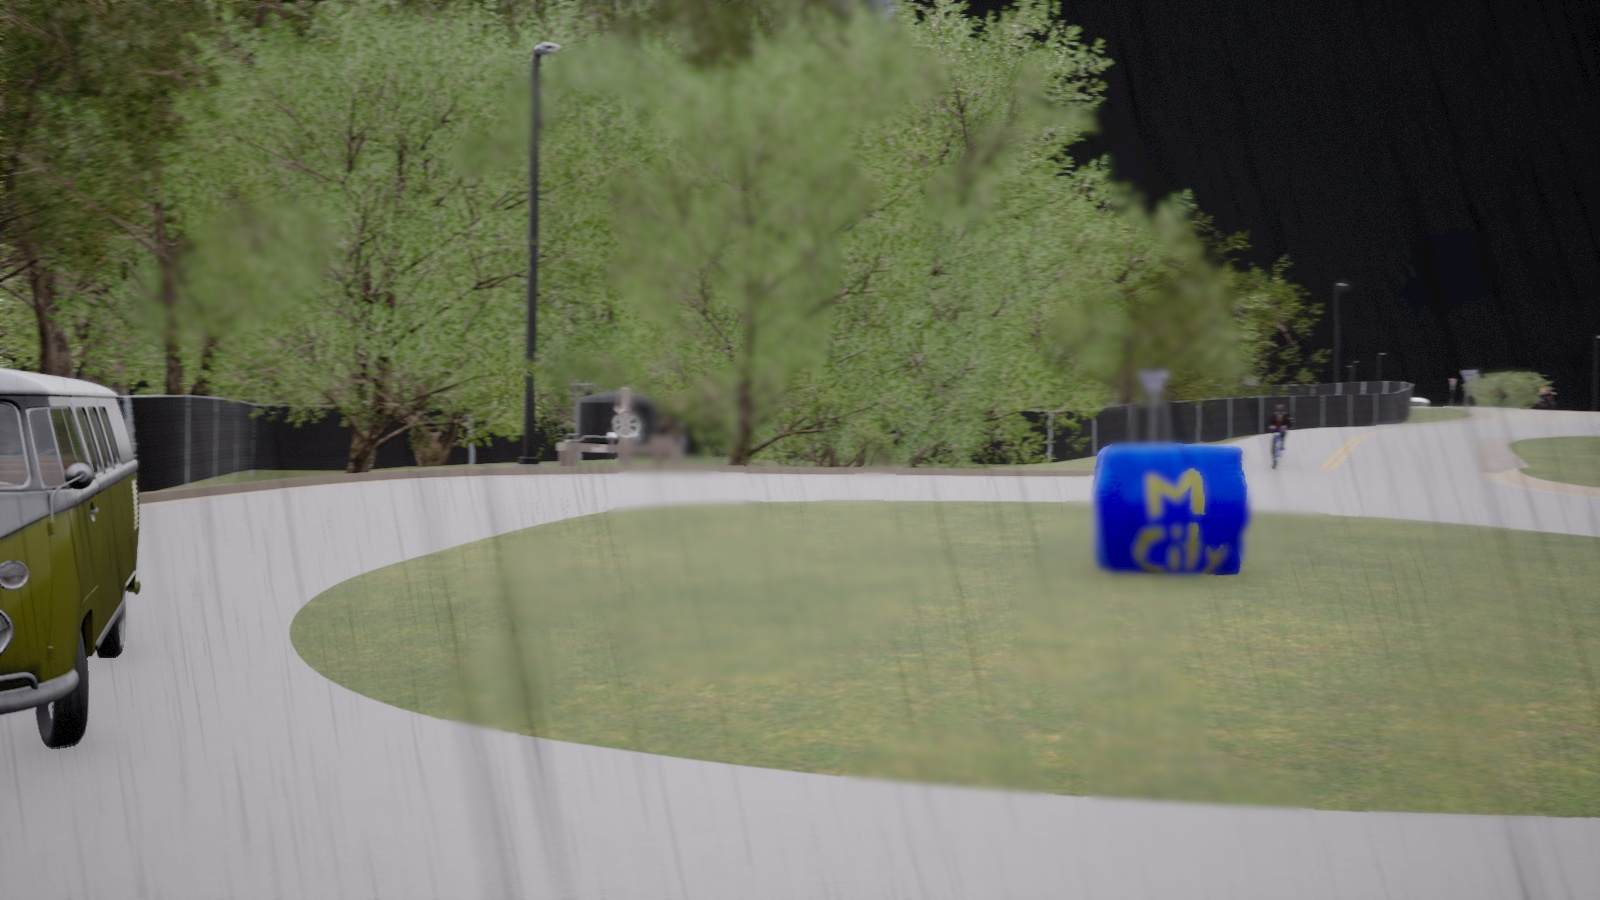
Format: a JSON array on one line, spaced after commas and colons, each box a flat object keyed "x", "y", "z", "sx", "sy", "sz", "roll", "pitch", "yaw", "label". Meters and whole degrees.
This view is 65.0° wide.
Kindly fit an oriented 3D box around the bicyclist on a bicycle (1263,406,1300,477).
[{"x": 12.851, "y": -0.258, "z": 33.492, "sx": 0.659, "sy": 1.776, "sz": 1.843, "roll": 2, "pitch": 4, "yaw": 28, "label": "bicyclist on a bicycle"}]

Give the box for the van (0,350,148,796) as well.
[{"x": -4.984, "y": 0.469, "z": 7.367, "sx": 1.775, "sy": 1.987, "sz": 4.442, "roll": 0, "pitch": 2, "yaw": -24, "label": "van"}]
